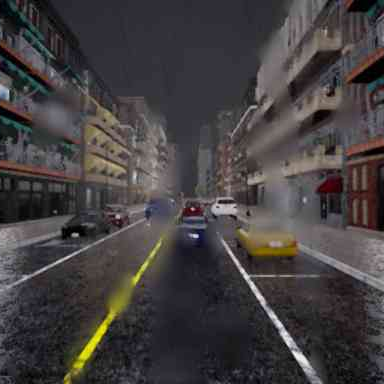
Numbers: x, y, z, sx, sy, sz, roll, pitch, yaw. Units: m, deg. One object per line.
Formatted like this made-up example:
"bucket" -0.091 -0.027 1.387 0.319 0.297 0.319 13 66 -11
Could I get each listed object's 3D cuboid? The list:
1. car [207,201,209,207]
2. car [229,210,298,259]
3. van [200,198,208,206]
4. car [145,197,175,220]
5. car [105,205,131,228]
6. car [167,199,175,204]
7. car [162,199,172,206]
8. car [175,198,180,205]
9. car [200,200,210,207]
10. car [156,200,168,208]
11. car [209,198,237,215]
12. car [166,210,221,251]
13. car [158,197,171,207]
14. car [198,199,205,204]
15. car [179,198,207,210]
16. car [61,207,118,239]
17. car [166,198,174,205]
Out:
"car" 3.145 1.935 39.456 1.812 1.442 4.674 0 -1 0
"car" 2.695 1.654 12.923 1.752 1.417 4.829 0 -1 0
"van" 2.690 2.160 75.059 1.690 1.788 3.998 0 -1 0
"car" -3.102 1.547 31.869 2.150 2.045 5.566 0 -1 0
"car" -5.685 1.683 24.080 1.967 1.590 4.097 0 -1 0
"car" -5.693 2.580 92.050 2.008 1.369 4.403 0 -1 0
"car" -5.691 2.385 75.056 1.947 1.339 4.313 0 -1 0
"car" -3.005 2.107 72.917 2.097 1.767 4.553 0 -1 0
"car" 2.689 2.301 69.395 2.008 1.369 4.403 0 -1 0
"car" -5.690 2.229 63.730 1.887 1.381 4.507 0 -1 0
"car" 3.104 1.561 32.489 2.150 2.045 5.566 0 -1 0
"car" 0.092 1.713 14.936 1.994 1.385 4.181 0 -1 0
"car" -5.689 2.066 69.397 2.192 1.841 5.009 0 -1 0
"car" 2.687 2.574 92.050 1.887 1.381 4.507 0 -1 0
"car" 0.094 1.697 33.609 2.097 1.767 4.553 0 -1 0
"car" -5.686 1.751 18.417 1.947 1.339 4.313 0 -1 0
"car" -5.692 2.398 86.387 1.967 1.590 4.097 0 -1 0
